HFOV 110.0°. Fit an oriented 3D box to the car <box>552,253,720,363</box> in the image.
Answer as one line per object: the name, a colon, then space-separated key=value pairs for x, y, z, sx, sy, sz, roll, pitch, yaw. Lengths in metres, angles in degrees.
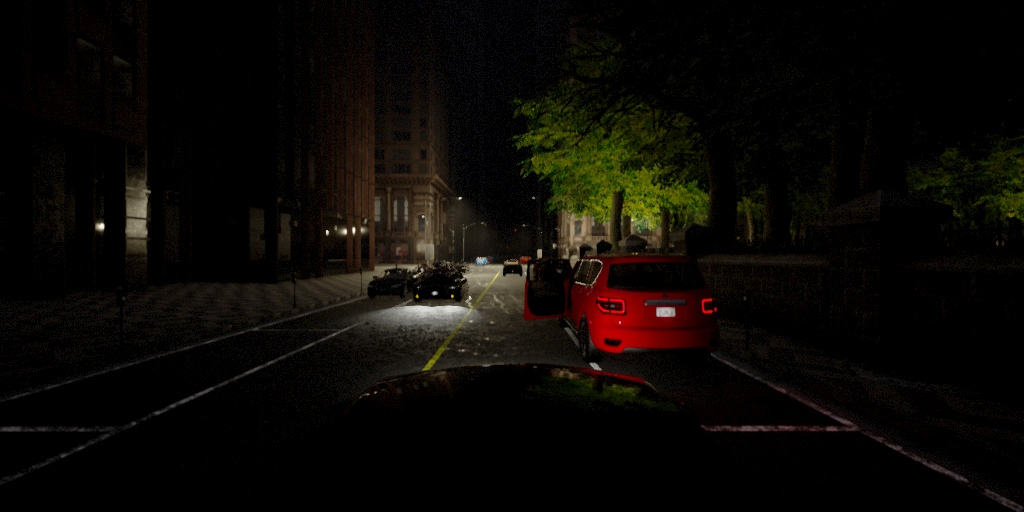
car: x=2.394 y=0.965 z=8.265 sx=2.150 sy=2.045 sz=5.566 roll=0 pitch=0 yaw=0

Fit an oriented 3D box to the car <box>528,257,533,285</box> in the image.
car: x=2.761 y=1.029 z=29.062 sx=2.192 sy=1.841 sz=5.009 roll=0 pitch=0 yaw=0

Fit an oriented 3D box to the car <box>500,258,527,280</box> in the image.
car: x=0.067 y=1.193 z=34.944 sx=2.128 sy=1.511 sz=4.902 roll=0 pitch=0 yaw=0

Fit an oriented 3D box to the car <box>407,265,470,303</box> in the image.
car: x=-3.102 y=1.300 z=16.369 sx=1.994 sy=1.385 sz=4.181 roll=0 pitch=0 yaw=0

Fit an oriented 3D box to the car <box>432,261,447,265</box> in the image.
car: x=-5.764 y=1.251 z=23.356 sx=1.751 sy=1.417 sz=4.829 roll=0 pitch=0 yaw=0

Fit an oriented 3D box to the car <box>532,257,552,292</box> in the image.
car: x=2.762 y=1.040 z=23.537 sx=2.192 sy=1.841 sz=5.009 roll=0 pitch=0 yaw=0

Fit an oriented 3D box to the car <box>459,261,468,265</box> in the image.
car: x=-5.764 y=1.255 z=40.098 sx=1.948 sy=1.339 sz=4.313 roll=0 pitch=0 yaw=0

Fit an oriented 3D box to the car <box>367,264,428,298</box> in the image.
car: x=-5.764 y=1.285 z=18.001 sx=2.007 sy=1.370 sz=4.403 roll=0 pitch=0 yaw=0

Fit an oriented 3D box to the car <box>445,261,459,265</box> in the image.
car: x=-5.764 y=1.155 z=29.050 sx=1.967 sy=1.591 sz=4.097 roll=0 pitch=0 yaw=0
